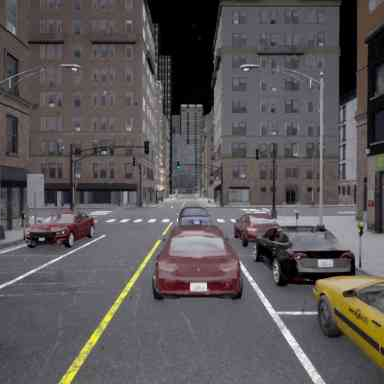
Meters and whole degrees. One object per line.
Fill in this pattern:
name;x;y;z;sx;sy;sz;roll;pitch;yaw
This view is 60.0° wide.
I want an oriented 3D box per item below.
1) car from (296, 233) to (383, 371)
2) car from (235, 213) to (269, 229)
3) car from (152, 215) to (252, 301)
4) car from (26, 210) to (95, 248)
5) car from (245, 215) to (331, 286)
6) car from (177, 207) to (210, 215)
car;2.867;1.524;3.801;1.752;1.417;4.829;-1;0;0
car;2.873;1.577;14.803;1.802;1.307;4.206;-1;0;0
car;0.102;1.523;8.227;1.812;1.442;4.674;0;0;0
car;-5.672;1.540;14.804;1.887;1.381;4.507;-1;0;0
car;2.870;1.563;9.217;1.947;1.339;4.313;-1;0;0
car;0.124;1.542;19.149;2.033;1.411;5.357;0;0;-2
